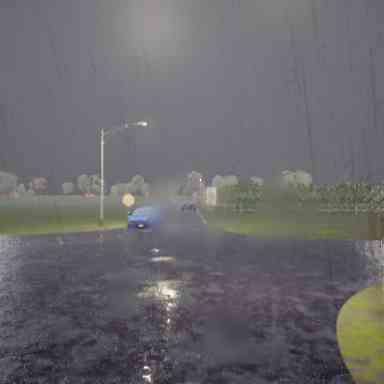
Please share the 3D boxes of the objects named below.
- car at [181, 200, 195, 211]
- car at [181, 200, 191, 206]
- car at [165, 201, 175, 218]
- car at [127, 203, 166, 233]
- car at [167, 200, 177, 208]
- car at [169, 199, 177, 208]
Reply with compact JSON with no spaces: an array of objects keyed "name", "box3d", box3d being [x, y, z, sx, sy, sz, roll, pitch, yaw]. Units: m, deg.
[{"name":"car","box3d":[-0.572,1.941,51.059,2.097,1.767,4.553,0,-1,-1]},{"name":"car","box3d":[-1.285,2.371,71.944,1.994,1.385,4.181,0,-1,-2]},{"name":"car","box3d":[-3.187,1.962,35.504,2.033,1.411,5.357,0,-1,-1]},{"name":"car","box3d":[-2.987,1.730,21.847,1.882,1.535,5.008,0,-1,-1]},{"name":"car","box3d":[-3.831,2.255,65.347,1.837,1.490,4.892,0,-1,-2]},{"name":"car","box3d":[-3.457,2.173,49.472,1.895,1.301,4.718,0,-1,-1]}]
